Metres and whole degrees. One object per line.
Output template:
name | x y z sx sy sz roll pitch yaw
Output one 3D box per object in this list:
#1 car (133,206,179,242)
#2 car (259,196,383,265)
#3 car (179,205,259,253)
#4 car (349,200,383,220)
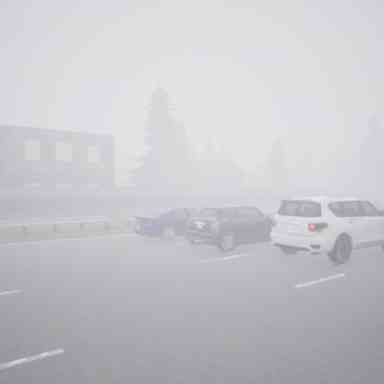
car | -0.398 1.435 16.363 5.008 1.535 1.882 0 0 -35
car | 5.197 1.170 11.753 5.566 2.045 2.150 0 0 -35
car | 2.025 1.307 13.793 4.553 1.767 2.097 0 0 -35
car | 15.040 1.433 27.376 4.181 1.385 1.994 0 0 -35
